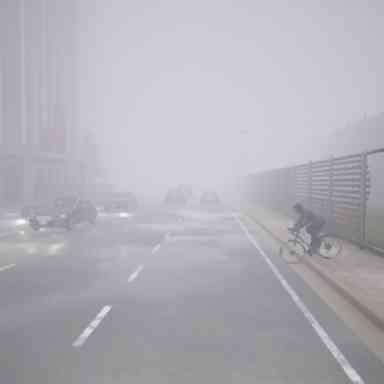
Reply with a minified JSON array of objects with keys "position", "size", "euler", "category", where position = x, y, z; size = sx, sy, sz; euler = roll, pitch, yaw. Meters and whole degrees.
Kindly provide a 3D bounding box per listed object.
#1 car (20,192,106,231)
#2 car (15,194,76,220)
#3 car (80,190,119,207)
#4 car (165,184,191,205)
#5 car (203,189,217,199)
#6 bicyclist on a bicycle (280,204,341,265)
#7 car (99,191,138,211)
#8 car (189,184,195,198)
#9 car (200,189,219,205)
[{"position":[-6.276,0.989,16.761],"size":[2.128,1.511,4.902],"euler":[0,2,3],"category":"car"},{"position":[-9.490,0.899,22.014],"size":[1.994,1.385,4.181],"euler":[0,2,3],"category":"car"},{"position":[-8.881,0.587,32.608],"size":[2.033,1.411,5.357],"euler":[0,2,4],"category":"car"},{"position":[-1.604,0.347,35.329],"size":[2.097,1.767,4.553],"euler":[0,2,3],"category":"car"},{"position":[2.643,0.225,49.146],"size":[1.895,1.301,4.718],"euler":[0,2,4],"category":"car"},{"position":[3.135,1.108,8.975],"size":[1.656,1.620,0.582],"euler":[-9,1,3],"category":"bicyclist on a bicycle"},{"position":[-5.696,0.711,27.175],"size":[1.837,1.490,4.892],"euler":[0,2,3],"category":"car"},{"position":[-0.888,-0.158,48.690],"size":[2.150,2.045,5.566],"euler":[0,1,4],"category":"car"},{"position":[1.922,0.567,35.589],"size":[1.994,1.385,4.181],"euler":[0,2,3],"category":"car"}]
